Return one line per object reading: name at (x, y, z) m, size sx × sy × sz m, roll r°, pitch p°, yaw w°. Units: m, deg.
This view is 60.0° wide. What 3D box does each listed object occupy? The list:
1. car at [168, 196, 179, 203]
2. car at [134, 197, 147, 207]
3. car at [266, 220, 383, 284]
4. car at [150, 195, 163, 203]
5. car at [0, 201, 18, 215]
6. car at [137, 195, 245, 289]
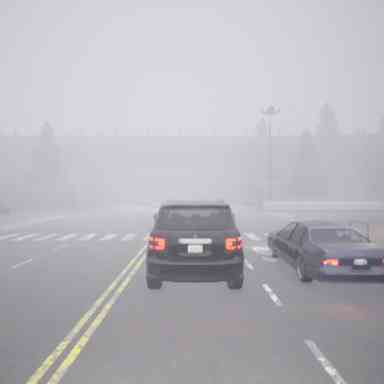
car at (-3.619, 1.421, 65.918) m, size 1.994 × 1.385 × 4.181 m, roll 0°, pitch 0°, yaw 0°
car at (-7.157, 1.458, 48.320) m, size 1.994 × 1.385 × 4.181 m, roll 0°, pitch 0°, yaw 0°
car at (3.572, 1.527, 9.558) m, size 2.033 × 1.411 × 5.357 m, roll 0°, pitch 0°, yaw 0°
car at (-7.114, 1.402, 66.999) m, size 2.033 × 1.411 × 5.357 m, roll 0°, pitch 0°, yaw 0°
car at (-18.372, 1.479, 29.785) m, size 4.718 × 1.301 × 1.895 m, roll 0°, pitch 0°, yaw -1°
car at (0.068, 1.201, 9.211) m, size 2.150 × 2.045 × 5.566 m, roll 0°, pitch 0°, yaw 0°
